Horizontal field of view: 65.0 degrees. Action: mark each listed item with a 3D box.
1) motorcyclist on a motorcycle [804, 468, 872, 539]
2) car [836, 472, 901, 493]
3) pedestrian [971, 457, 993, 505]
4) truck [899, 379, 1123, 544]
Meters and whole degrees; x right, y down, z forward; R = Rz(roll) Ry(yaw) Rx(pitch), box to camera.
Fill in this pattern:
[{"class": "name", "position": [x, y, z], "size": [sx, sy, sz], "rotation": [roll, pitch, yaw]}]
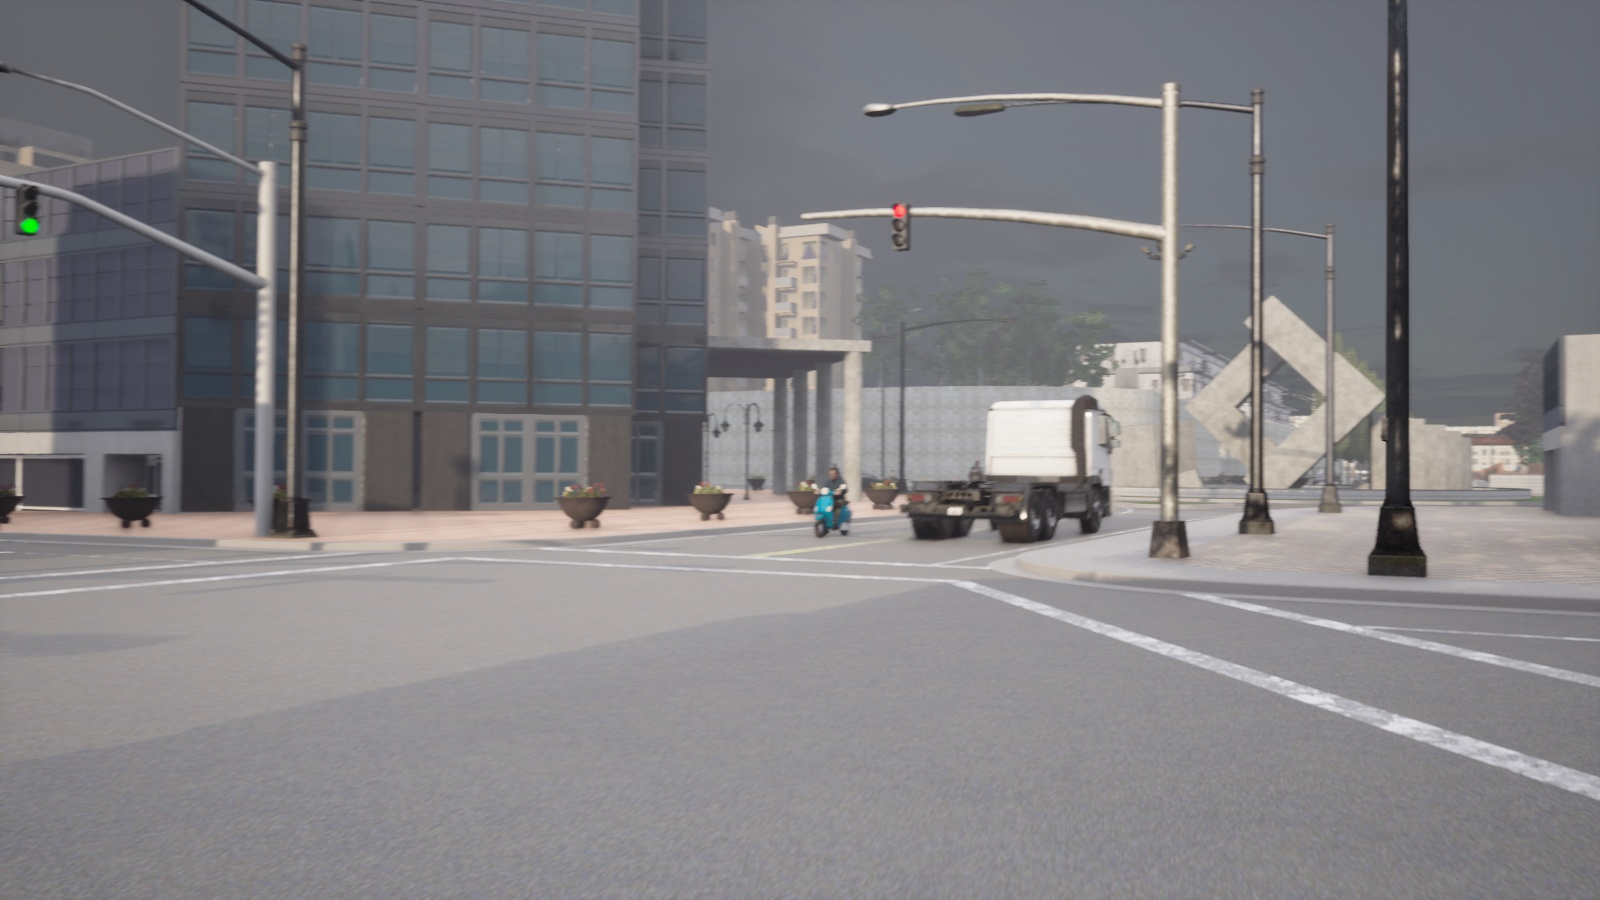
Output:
[{"class": "motorcyclist on a motorcycle", "position": [0.899, 1.223, 29.358], "size": [0.866, 1.590, 1.817], "rotation": [-1, -1, 28]}, {"class": "car", "position": [4.613, 2.189, 85.147], "size": [1.994, 1.385, 4.181], "rotation": [1, -1, -43]}, {"class": "pedestrian", "position": [7.265, 1.237, 50.065], "size": [0.563, 1.883, 0.849], "rotation": [-1, -1, 32]}, {"class": "truck", "position": [5.351, 0.300, 30.394], "size": [2.891, 3.462, 7.936], "rotation": [-1, -1, 29]}]
